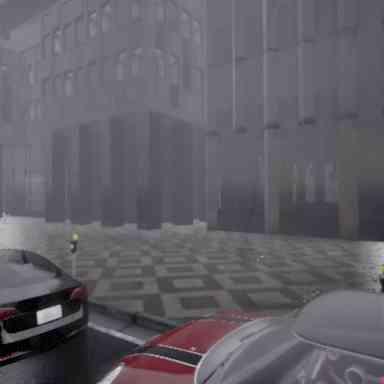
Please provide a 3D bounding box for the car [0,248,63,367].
[{"bbox_3d":[-3.516,1.621,5.469,4.313,1.339,1.947,-1,0,35],"label":"car"}]

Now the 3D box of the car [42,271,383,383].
[{"bbox_3d":[1.106,1.442,2.173,4.097,1.590,1.967,-1,0,35],"label":"car"}]
